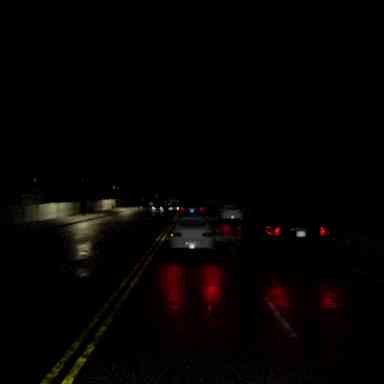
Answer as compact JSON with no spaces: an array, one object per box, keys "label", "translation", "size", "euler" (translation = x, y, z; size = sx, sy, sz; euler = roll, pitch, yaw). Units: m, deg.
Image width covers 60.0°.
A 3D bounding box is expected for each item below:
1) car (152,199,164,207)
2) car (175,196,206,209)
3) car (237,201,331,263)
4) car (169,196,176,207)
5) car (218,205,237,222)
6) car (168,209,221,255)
[{"label":"car","translation":[-6.521,2.161,64.557],"size":[1.837,1.490,4.892],"euler":[0,-1,1]},{"label":"car","translation":[0.010,1.503,27.564],"size":[2.150,2.045,5.566],"euler":[0,0,0]},{"label":"car","translation":[3.260,1.351,12.577],"size":[2.150,2.045,5.566],"euler":[0,0,0]},{"label":"car","translation":[-3.267,1.880,64.516],"size":[2.150,2.045,5.566],"euler":[0,-1,1]},{"label":"car","translation":[3.276,1.818,28.901],"size":[1.812,1.442,4.674],"euler":[0,0,1]},{"label":"car","translation":[0.026,1.664,13.904],"size":[1.812,1.442,4.674],"euler":[0,0,1]}]
